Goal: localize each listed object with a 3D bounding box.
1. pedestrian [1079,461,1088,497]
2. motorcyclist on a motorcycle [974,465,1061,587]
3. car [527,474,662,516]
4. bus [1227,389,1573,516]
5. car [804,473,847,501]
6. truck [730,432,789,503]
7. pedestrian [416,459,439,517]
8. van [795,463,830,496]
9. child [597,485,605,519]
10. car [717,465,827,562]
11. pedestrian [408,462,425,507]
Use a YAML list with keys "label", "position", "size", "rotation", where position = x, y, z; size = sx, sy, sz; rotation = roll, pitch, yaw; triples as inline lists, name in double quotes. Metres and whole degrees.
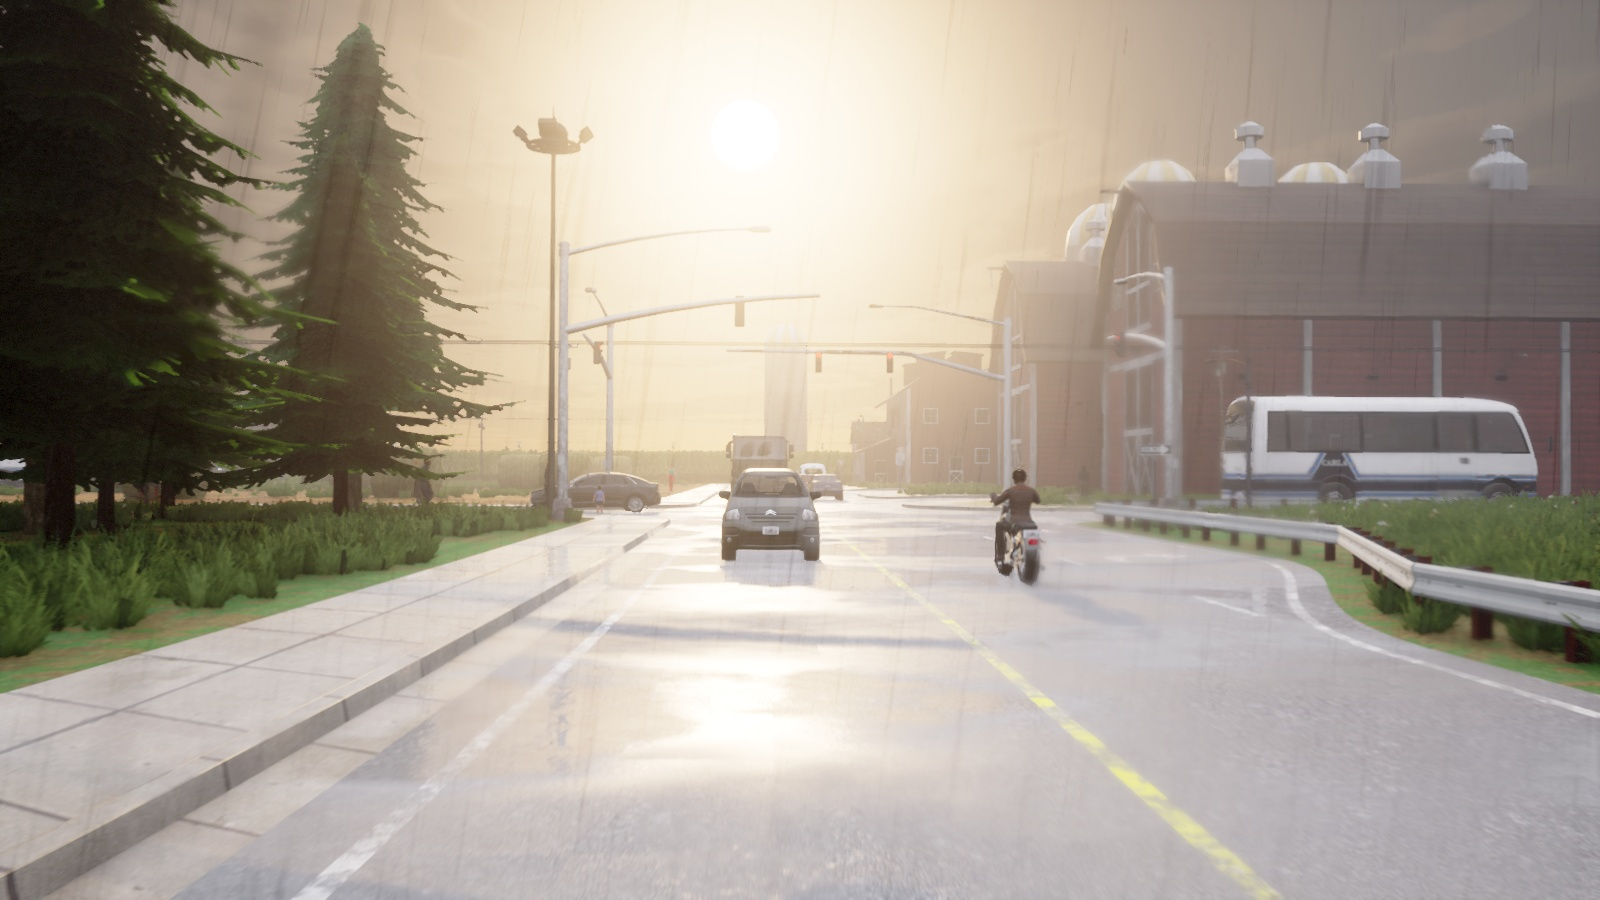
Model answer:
- label: "pedestrian"
  position: [14.497, 1.476, 64.207]
  size: [0.370, 1.835, 0.726]
  rotation: [0, -1, 5]
- label: "motorcyclist on a motorcycle"
  position: [3.128, 1.058, 18.310]
  size: [0.766, 1.649, 2.350]
  rotation: [0, -1, -2]
- label: "car"
  position: [-7.718, 1.664, 47.219]
  size: [4.892, 1.490, 1.837]
  rotation: [0, -1, -11]
- label: "bus"
  position: [20.887, 0.120, 44.270]
  size: [10.273, 4.253, 3.944]
  rotation: [0, -1, -1]
- label: "car"
  position: [1.320, 1.971, 67.530]
  size: [2.033, 1.411, 5.357]
  rotation: [0, -1, -2]
- label: "truck"
  position: [-2.117, 0.936, 65.751]
  size: [2.891, 3.462, 7.936]
  rotation: [0, -1, -2]
- label: "pedestrian"
  position: [-11.995, 1.220, 40.415]
  size: [0.614, 1.847, 0.353]
  rotation: [0, -1, 5]
- label: "van"
  position: [0.791, 1.901, 81.989]
  size: [2.069, 2.038, 4.480]
  rotation: [0, -1, -2]
- label: "child"
  position: [-6.628, 1.738, 41.809]
  size: [0.255, 1.110, 0.394]
  rotation: [0, -1, -5]
- label: "car"
  position: [-0.549, 1.102, 23.143]
  size: [1.851, 1.617, 3.988]
  rotation: [0, -1, -2]
- label: "pedestrian"
  position: [-15.743, 1.412, 51.559]
  size: [0.594, 1.836, 0.345]
  rotation: [0, -1, 11]
